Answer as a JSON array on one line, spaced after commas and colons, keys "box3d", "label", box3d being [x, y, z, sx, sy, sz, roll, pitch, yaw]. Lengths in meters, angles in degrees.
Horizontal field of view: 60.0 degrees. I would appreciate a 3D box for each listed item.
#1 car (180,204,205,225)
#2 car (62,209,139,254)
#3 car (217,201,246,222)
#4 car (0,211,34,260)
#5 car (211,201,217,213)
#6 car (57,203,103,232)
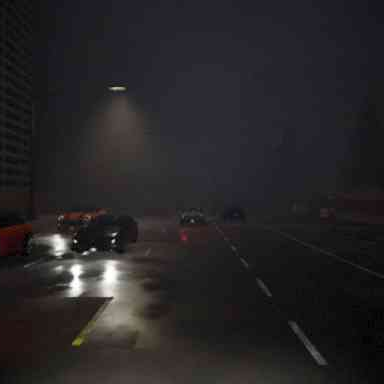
[{"box3d": [0.044, 1.848, 26.377, 1.895, 1.301, 4.718, 0, -1, 1], "label": "car"}, {"box3d": [-3.498, 1.683, 14.446, 2.033, 1.411, 5.357, 0, -1, 0], "label": "car"}, {"box3d": [3.565, 1.754, 29.507, 1.882, 1.535, 5.008, 0, -1, 0], "label": "car"}, {"box3d": [-7.021, 1.452, 10.676, 2.097, 1.767, 4.553, 0, 0, 0], "label": "car"}, {"box3d": [3.585, 1.883, 43.314, 1.882, 1.535, 5.008, 0, 0, 0], "label": "car"}, {"box3d": [-6.997, 1.554, 21.640, 2.097, 1.767, 4.553, 0, -1, 0], "label": "car"}]
